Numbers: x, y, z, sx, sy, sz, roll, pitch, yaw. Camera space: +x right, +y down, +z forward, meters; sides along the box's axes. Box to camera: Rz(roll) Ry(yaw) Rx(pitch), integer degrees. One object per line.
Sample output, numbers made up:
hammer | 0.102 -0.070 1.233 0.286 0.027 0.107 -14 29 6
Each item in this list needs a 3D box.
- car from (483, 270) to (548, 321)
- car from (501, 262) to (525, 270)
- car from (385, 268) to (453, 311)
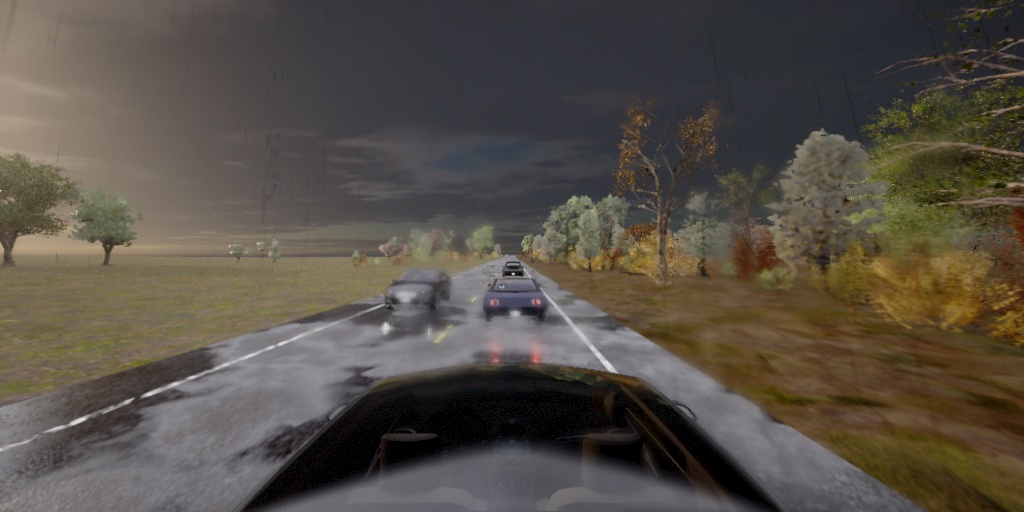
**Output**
car | 0.103 1.350 12.419 1.895 1.301 4.718 0 0 0
car | 0.105 1.240 32.357 1.837 1.490 4.892 0 0 0
car | -3.598 1.240 14.586 2.128 1.511 4.902 0 0 0
